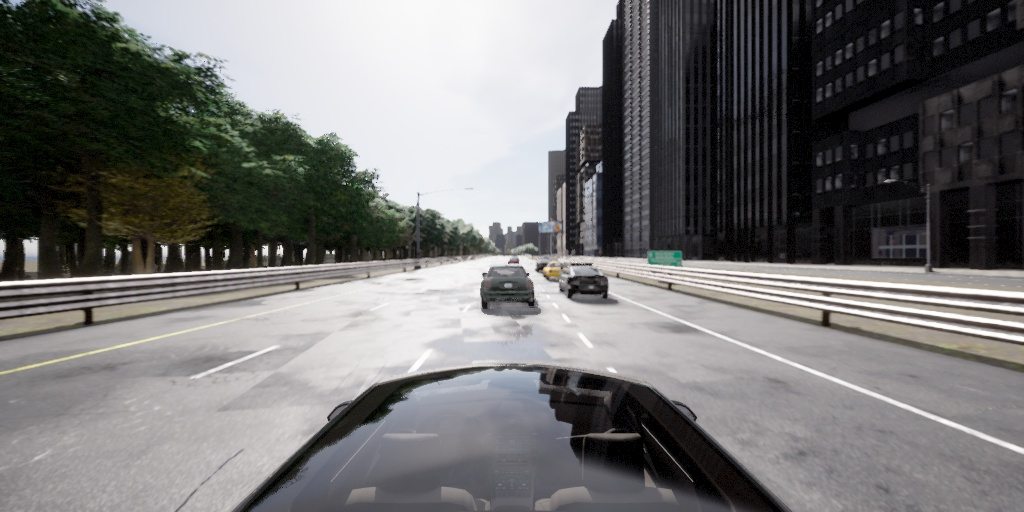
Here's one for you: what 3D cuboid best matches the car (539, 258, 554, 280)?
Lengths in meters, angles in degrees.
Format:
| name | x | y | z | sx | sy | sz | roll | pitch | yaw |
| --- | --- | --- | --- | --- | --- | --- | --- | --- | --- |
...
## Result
| name | x | y | z | sx | sy | sz | roll | pitch | yaw |
| --- | --- | --- | --- | --- | --- | --- | --- | --- | --- |
| car | 3.580 | 1.103 | 29.543 | 1.801 | 1.575 | 5.366 | 0 | 0 | 0 |

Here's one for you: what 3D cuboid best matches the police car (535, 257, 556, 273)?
| name | x | y | z | sx | sy | sz | roll | pitch | yaw |
| --- | --- | --- | --- | --- | --- | --- | --- | --- | --- |
| police car | 3.655 | 0.980 | 40.433 | 1.930 | 1.638 | 5.238 | 0 | 0 | 0 |

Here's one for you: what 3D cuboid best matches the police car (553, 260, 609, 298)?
| name | x | y | z | sx | sy | sz | roll | pitch | yaw |
| --- | --- | --- | --- | --- | --- | --- | --- | --- | --- |
| police car | 3.528 | 1.164 | 18.491 | 1.930 | 1.638 | 5.238 | 0 | 0 | 0 |

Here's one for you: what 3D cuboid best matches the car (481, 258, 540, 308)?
| name | x | y | z | sx | sy | sz | roll | pitch | yaw |
| --- | --- | --- | --- | --- | --- | --- | --- | --- | --- |
| car | -0.234 | 1.109 | 15.512 | 2.097 | 1.767 | 4.553 | 0 | 0 | -3 |
